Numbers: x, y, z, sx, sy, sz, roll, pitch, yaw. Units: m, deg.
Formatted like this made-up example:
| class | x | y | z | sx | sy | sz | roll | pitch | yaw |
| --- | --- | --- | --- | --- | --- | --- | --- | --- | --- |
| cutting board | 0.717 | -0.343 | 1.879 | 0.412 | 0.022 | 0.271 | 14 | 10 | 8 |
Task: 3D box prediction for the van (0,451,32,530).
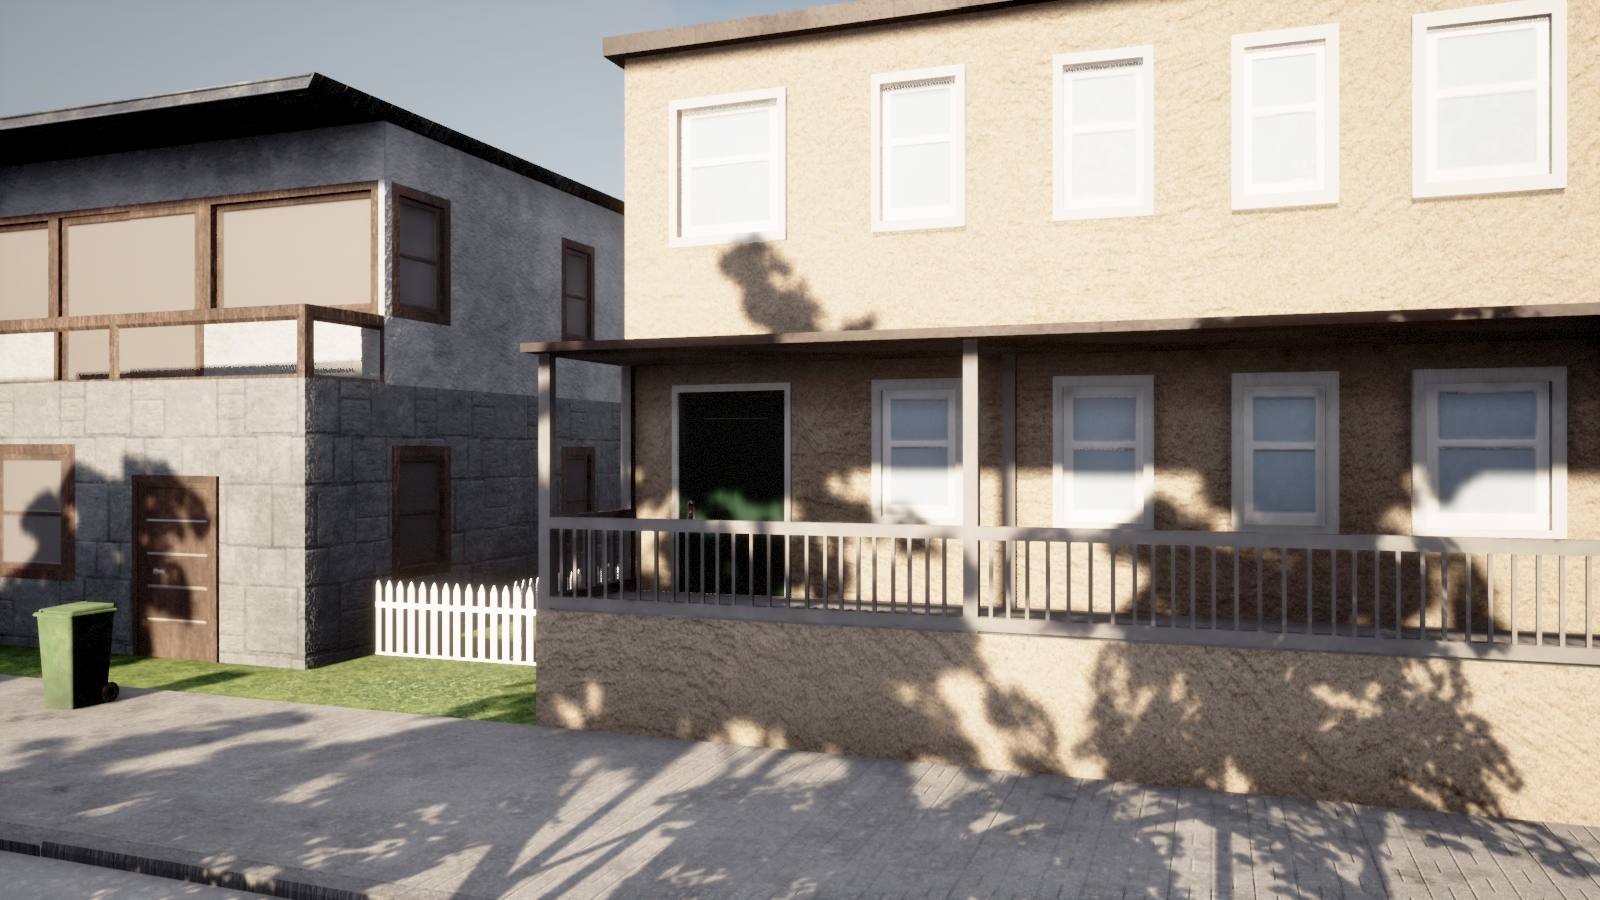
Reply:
| class | x | y | z | sx | sy | sz | roll | pitch | yaw |
| --- | --- | --- | --- | --- | --- | --- | --- | --- | --- |
| van | -27.753 | 1.329 | 35.973 | 1.988 | 2.561 | 5.915 | 0 | 0 | 20 |
